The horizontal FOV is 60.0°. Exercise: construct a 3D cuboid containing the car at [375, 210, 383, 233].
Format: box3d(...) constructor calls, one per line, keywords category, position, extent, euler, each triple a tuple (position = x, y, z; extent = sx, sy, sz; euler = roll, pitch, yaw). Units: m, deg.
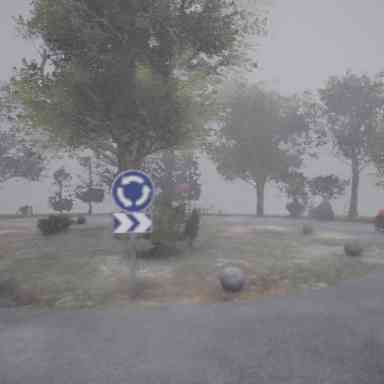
box3d(category="car", position=(11.863, 1.331, 17.275), extent=(2.150, 2.045, 5.566), euler=(1, 0, 0))
